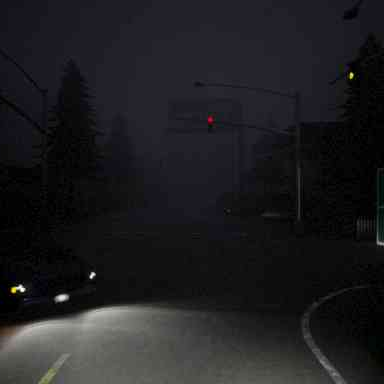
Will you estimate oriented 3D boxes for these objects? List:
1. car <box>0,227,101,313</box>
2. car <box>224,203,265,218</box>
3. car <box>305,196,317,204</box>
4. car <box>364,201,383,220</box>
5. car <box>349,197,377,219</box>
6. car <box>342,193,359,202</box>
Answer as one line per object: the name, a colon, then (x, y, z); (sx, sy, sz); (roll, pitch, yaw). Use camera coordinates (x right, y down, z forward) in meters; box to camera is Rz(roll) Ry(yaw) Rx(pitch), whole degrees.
car: (-4.348, 1.614, 8.140); (5.357, 1.411, 2.033); (0, -1, 44)
car: (5.189, 1.746, 32.759); (4.181, 1.385, 1.994); (1, 0, -33)
car: (22.550, 1.553, 64.010); (1.970, 1.475, 3.806); (0, 0, 0)
car: (18.718, 1.672, 30.616); (4.611, 1.667, 2.242); (0, 0, 0)
car: (14.387, 1.505, 24.949); (3.866, 1.878, 1.905); (0, 0, 0)
car: (34.960, 1.490, 71.792); (2.007, 1.523, 4.514); (0, 0, 0)
